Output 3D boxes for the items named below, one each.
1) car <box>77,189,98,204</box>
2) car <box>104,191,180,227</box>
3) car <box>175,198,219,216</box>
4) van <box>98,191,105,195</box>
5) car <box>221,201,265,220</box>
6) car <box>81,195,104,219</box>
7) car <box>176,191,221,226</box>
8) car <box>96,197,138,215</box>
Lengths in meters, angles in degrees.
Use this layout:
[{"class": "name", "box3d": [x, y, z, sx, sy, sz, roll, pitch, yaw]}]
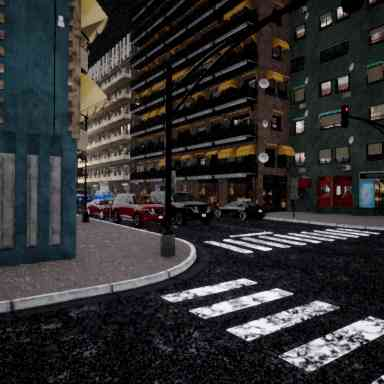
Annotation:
[{"class": "car", "box3d": [-13.221, 0.662, 38.625, 2.150, 2.045, 5.566, 1, 0, -36]}, {"class": "car", "box3d": [-3.192, 1.033, 20.322, 2.192, 1.841, 5.009, 2, 0, -36]}, {"class": "car", "box3d": [0.354, 1.288, 29.713, 1.802, 1.307, 4.206, 2, 0, -36]}, {"class": "van", "box3d": [-12.688, 0.726, 47.776, 1.690, 1.788, 3.998, 2, 0, -36]}, {"class": "car", "box3d": [3.616, 1.353, 25.197, 1.947, 1.339, 4.313, 2, 0, -36]}, {"class": "car", "box3d": [-6.461, 1.182, 24.838, 1.887, 1.381, 4.507, 2, 0, -36]}, {"class": "car", "box3d": [-0.920, 0.966, 21.572, 2.150, 2.045, 5.566, 1, 0, -36]}, {"class": "car", "box3d": [-6.744, 1.201, 29.635, 1.895, 1.301, 4.718, 1, 0, -36]}]
